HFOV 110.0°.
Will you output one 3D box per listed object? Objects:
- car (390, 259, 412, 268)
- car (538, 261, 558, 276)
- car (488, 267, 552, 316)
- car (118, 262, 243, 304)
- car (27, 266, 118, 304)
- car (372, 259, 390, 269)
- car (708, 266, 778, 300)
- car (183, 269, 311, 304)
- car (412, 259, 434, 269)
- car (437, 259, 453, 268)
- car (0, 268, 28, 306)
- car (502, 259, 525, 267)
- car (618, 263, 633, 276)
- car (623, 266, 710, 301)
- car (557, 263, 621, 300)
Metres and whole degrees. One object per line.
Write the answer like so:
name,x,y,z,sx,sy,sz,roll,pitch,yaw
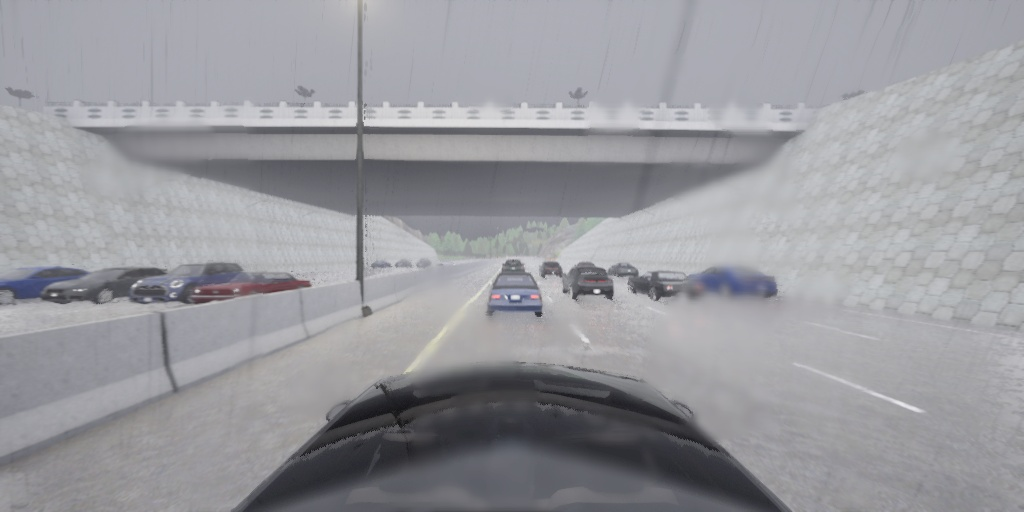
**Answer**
car,-17.546,1.225,58.370,2.128,1.511,4.902,0,0,1
car,3.609,1.246,33.843,1.837,1.490,4.892,0,0,0
car,0.103,1.294,13.338,2.033,1.411,5.357,0,0,0
car,-14.096,1.097,16.129,2.097,1.767,4.553,0,0,0
car,-17.597,1.250,16.205,1.837,1.490,4.892,0,0,0
car,-21.037,1.258,57.935,1.812,1.442,4.674,0,0,1
car,10.604,1.224,17.646,1.882,1.535,5.008,0,0,0
car,-10.597,1.346,15.034,1.895,1.301,4.718,0,0,0
car,-14.043,1.224,58.217,2.128,1.511,4.902,0,0,1
car,-10.558,1.259,56.788,1.812,1.442,4.674,0,0,0
car,-21.096,1.222,15.883,1.882,1.535,5.008,0,0,0
car,0.109,1.093,33.516,2.097,1.767,4.553,0,0,0
car,10.609,1.305,34.470,1.994,1.385,4.181,0,0,0
car,7.104,1.347,17.087,1.895,1.301,4.718,0,0,0
car,3.604,1.250,17.631,1.837,1.490,4.892,0,0,0
